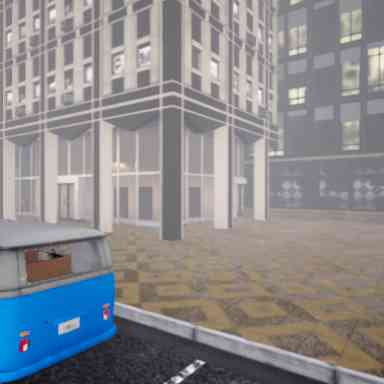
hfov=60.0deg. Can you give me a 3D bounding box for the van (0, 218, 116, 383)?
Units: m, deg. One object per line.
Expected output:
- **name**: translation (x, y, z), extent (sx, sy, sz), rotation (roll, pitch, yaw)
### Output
- **van**: translation (-2.943, 1.323, 4.971), extent (3.998, 1.788, 1.690), rotation (0, 0, 35)
